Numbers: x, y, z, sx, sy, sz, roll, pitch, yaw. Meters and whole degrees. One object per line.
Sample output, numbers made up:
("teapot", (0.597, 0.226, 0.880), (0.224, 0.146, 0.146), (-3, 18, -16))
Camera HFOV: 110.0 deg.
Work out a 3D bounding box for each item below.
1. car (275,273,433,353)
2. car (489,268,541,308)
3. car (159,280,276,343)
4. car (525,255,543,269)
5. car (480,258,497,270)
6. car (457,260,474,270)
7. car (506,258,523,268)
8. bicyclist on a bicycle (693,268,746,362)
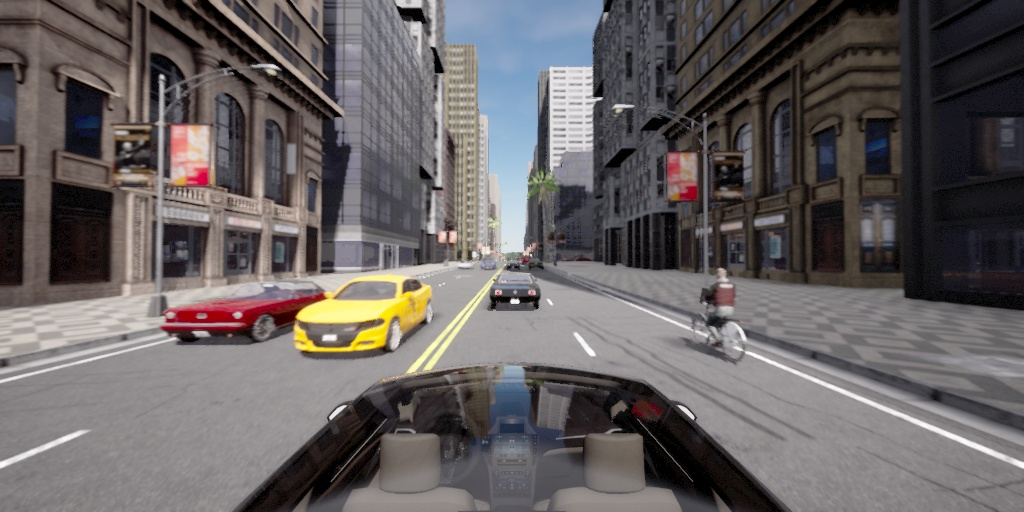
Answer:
("car", (-3.341, 1.226, 9.063), (1.882, 1.535, 5.008), (0, 0, 0))
("car", (0.116, 1.346, 15.146), (1.895, 1.301, 4.718), (0, 0, 0))
("car", (-6.590, 1.348, 9.820), (1.895, 1.301, 4.718), (0, 0, 0))
("car", (3.414, 1.014, 53.007), (2.097, 1.767, 4.553), (0, 0, 0))
("car", (-3.259, 1.018, 50.162), (2.097, 1.767, 4.553), (0, 0, 0))
("car", (-6.508, 1.265, 50.577), (1.895, 1.301, 4.718), (0, 0, 0))
("car", (0.167, 1.265, 51.751), (1.895, 1.301, 4.718), (0, 0, 0))
("bicyclist on a bicycle", (4.152, 1.122, 7.327), (0.659, 1.776, 1.843), (0, 0, 0))
